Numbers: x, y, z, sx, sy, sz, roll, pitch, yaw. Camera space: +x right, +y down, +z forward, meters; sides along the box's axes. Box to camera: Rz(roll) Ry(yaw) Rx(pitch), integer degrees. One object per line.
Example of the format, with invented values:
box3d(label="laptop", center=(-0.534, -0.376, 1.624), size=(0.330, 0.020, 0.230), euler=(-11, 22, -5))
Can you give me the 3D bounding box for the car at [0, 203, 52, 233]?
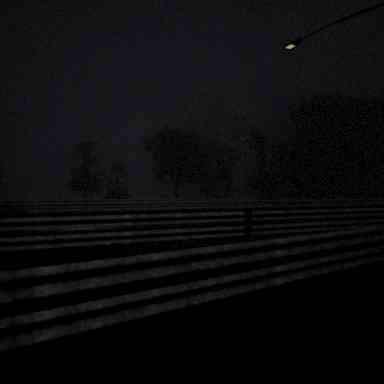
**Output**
box3d(label="car", center=(-8.742, 1.243, 15.644), size=(4.674, 1.442, 1.812), euler=(0, 0, -26))
